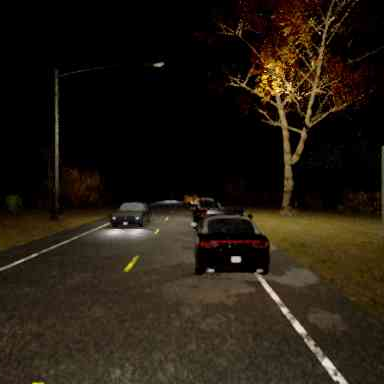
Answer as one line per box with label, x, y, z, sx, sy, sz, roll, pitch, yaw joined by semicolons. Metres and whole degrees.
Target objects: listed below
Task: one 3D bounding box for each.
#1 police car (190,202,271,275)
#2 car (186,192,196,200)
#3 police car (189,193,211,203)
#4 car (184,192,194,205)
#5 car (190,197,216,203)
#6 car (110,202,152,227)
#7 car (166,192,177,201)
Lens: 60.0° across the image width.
police car;0.999;1.318;10.229;1.930;1.638;5.238;0;1;0
car;-0.218;0.795;66.255;1.837;1.490;4.892;0;1;0
police car;0.941;1.149;26.222;1.930;1.638;5.238;0;1;0
car;-0.141;0.976;47.458;1.882;1.535;5.008;0;1;0
car;0.958;1.294;20.114;1.837;1.490;4.892;0;1;0
car;-3.692;1.327;21.062;2.033;1.411;5.357;0;1;0
car;-3.750;0.843;61.030;2.128;1.511;4.902;0;1;0
